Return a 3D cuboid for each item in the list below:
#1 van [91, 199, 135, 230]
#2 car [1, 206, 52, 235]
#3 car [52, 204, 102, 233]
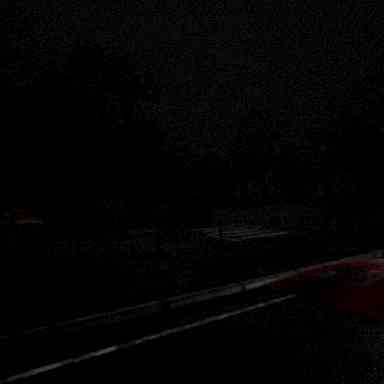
[{"bbox_3d":[-5.484,1.446,22.693,1.878,1.987,4.442,1,0,-36],"label":"van"},{"bbox_3d":[-9.959,1.627,19.406,1.946,1.575,5.366,1,0,-36],"label":"car"},{"bbox_3d":[-7.826,1.680,21.197,2.163,1.488,4.792,1,0,-36],"label":"car"}]
